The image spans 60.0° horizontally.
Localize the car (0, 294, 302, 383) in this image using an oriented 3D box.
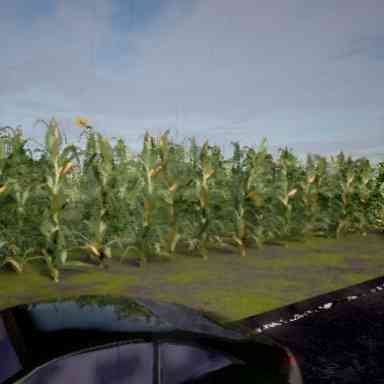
[{"bbox_3d":[-1.092,1.564,2.279,4.181,1.385,1.994,0,0,-35],"label":"car"}]
